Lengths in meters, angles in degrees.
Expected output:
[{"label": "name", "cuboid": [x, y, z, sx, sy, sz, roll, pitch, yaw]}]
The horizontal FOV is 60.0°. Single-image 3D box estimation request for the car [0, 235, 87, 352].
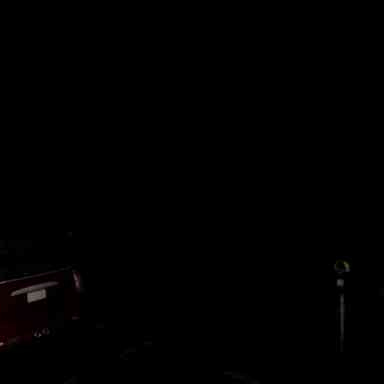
[{"label": "car", "cuboid": [-3.731, 1.472, 5.743, 4.097, 1.590, 1.967, 0, 0, 36]}]
